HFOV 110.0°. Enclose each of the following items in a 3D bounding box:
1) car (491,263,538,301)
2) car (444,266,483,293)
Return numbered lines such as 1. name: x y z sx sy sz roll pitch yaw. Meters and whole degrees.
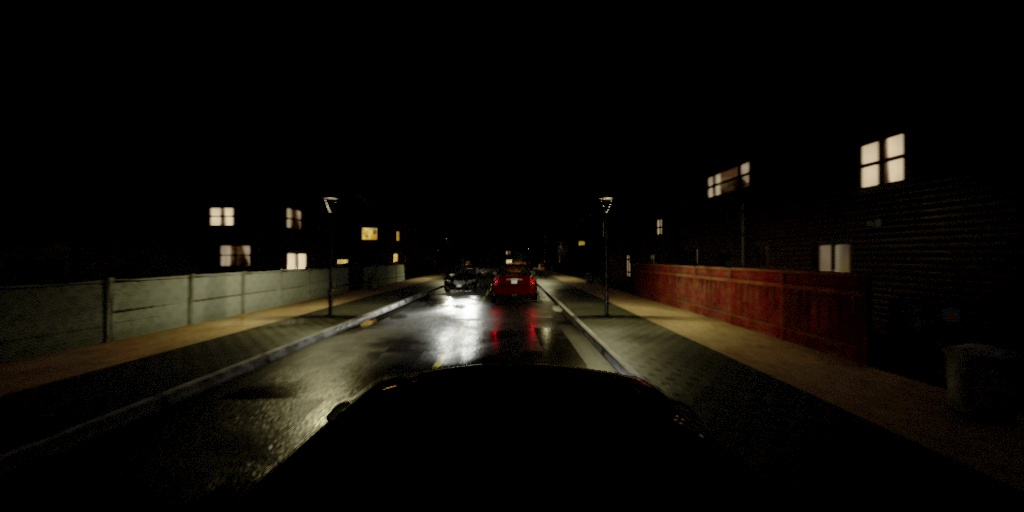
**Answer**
1. car: 0.097 1.174 17.806 2.097 1.767 4.553 0 0 0
2. car: -2.790 1.336 21.471 2.128 1.511 4.902 0 0 0
